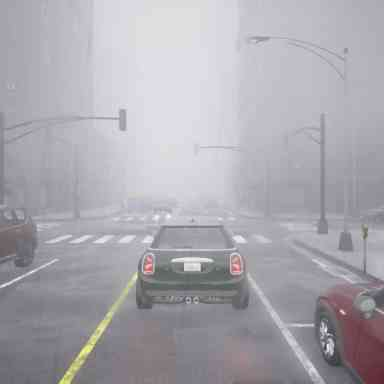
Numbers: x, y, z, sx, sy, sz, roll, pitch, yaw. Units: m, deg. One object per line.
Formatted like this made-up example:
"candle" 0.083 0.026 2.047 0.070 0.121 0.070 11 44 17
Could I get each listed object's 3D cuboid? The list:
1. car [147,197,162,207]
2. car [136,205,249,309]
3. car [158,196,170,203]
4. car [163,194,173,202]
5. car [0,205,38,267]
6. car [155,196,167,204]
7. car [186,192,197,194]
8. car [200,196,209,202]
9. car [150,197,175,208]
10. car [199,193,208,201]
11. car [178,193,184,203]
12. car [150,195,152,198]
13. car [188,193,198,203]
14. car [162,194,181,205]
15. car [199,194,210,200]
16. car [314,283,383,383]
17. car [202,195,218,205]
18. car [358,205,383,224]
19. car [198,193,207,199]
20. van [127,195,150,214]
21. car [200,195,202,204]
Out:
"car" -5.820 1.537 52.334 1.887 1.381 4.507 0 0 0
"car" 0.015 1.352 8.020 2.097 1.767 4.553 0 0 0
"car" -5.807 1.539 69.121 2.008 1.369 4.403 0 0 0
"car" -5.798 1.302 80.312 2.192 1.841 5.009 0 0 0
"car" -5.853 1.315 8.598 2.192 1.841 5.009 0 0 0
"car" -5.811 1.515 63.355 1.752 1.417 4.829 0 0 0
"car" 0.057 1.361 76.540 1.812 1.442 4.674 0 0 0
"car" 2.723 1.569 74.727 1.802 1.307 4.206 0 0 0
"car" -3.098 1.543 35.855 2.033 1.411 5.357 0 0 -4
"car" 3.065 1.210 86.549 2.150 2.045 5.566 0 0 0
"car" -2.995 1.468 64.365 1.882 1.535 5.008 0 0 0
"car" -5.828 1.310 41.142 2.192 1.841 5.009 0 0 0
"car" 0.104 1.515 66.573 1.812 1.442 4.674 0 0 0
"car" -3.061 1.472 48.003 1.882 1.535 5.008 0 1 0
"car" 2.711 1.557 57.944 1.947 1.339 4.313 0 0 0
"car" 2.669 1.440 3.094 1.967 1.590 4.097 0 0 0
"car" 2.702 1.519 46.925 1.752 1.417 4.829 0 0 0
"car" 14.394 1.515 23.707 4.674 1.442 1.812 0 0 1
"car" 2.715 1.305 63.538 2.192 1.841 5.009 0 0 0
"van" -5.832 1.337 35.546 1.690 1.788 3.998 0 0 0
"car" 2.707 1.543 52.349 2.008 1.369 4.403 0 0 0
